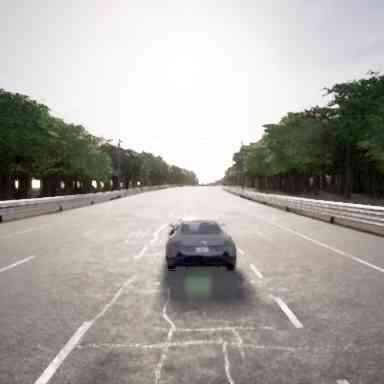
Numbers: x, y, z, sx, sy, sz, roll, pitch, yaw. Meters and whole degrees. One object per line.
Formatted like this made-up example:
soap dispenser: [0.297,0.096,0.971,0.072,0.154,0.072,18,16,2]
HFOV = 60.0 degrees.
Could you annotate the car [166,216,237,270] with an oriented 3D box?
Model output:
car: [0.199,1.466,10.690,1.994,1.385,4.181,0,0,-2]
